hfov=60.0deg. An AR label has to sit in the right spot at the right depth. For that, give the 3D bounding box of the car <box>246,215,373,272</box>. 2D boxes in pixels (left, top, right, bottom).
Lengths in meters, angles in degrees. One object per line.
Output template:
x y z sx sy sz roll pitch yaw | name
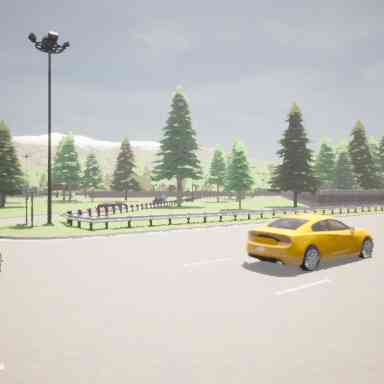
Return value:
3.971 1.478 10.865 5.008 1.535 1.882 0 0 -35 | car

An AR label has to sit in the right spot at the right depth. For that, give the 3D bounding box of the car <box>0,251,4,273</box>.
-7.001 1.492 7.353 4.902 1.511 2.128 0 0 -35 | car

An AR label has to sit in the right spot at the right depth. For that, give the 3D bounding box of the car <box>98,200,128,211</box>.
-9.395 1.601 40.121 1.895 1.301 4.718 0 0 12 | car

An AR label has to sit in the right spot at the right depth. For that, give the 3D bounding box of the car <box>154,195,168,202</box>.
-6.088 1.351 65.333 2.097 1.767 4.553 0 0 6 | car
